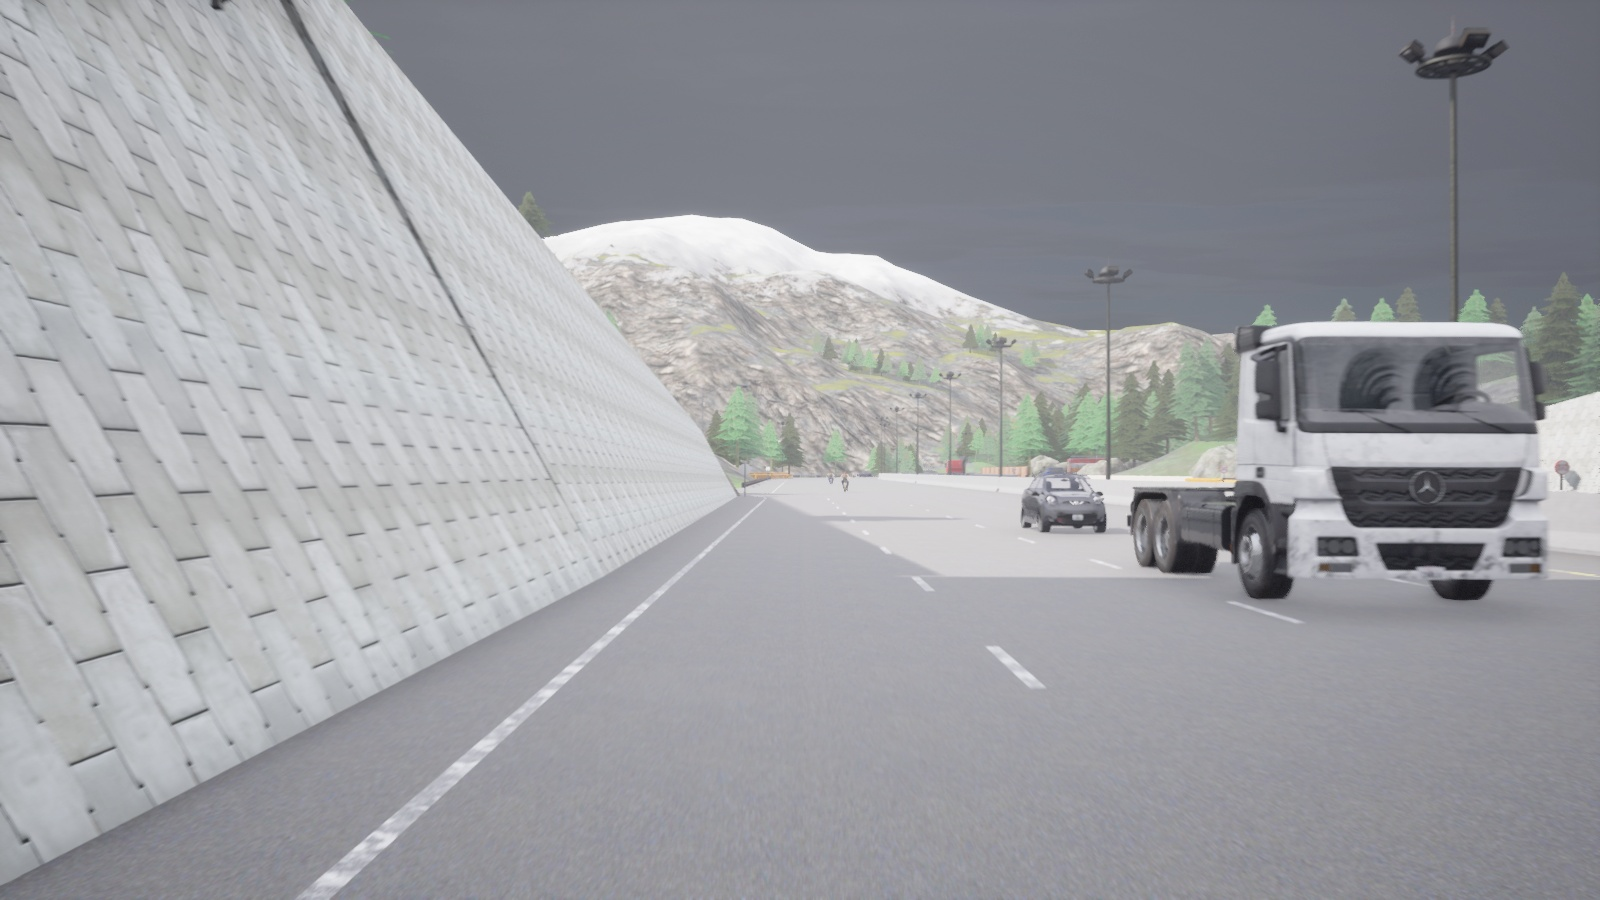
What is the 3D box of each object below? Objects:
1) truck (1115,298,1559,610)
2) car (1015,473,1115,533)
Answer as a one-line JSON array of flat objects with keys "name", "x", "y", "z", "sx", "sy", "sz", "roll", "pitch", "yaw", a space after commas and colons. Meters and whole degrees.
[{"name": "truck", "x": 6.958, "y": 0.104, "z": 17.923, "sx": 2.891, "sy": 3.462, "sz": 7.936, "roll": 0, "pitch": -1, "yaw": 0}, {"name": "car", "x": 6.931, "y": 1.354, "z": 33.177, "sx": 1.845, "sy": 1.501, "sz": 3.633, "roll": 0, "pitch": -1, "yaw": 0}]
